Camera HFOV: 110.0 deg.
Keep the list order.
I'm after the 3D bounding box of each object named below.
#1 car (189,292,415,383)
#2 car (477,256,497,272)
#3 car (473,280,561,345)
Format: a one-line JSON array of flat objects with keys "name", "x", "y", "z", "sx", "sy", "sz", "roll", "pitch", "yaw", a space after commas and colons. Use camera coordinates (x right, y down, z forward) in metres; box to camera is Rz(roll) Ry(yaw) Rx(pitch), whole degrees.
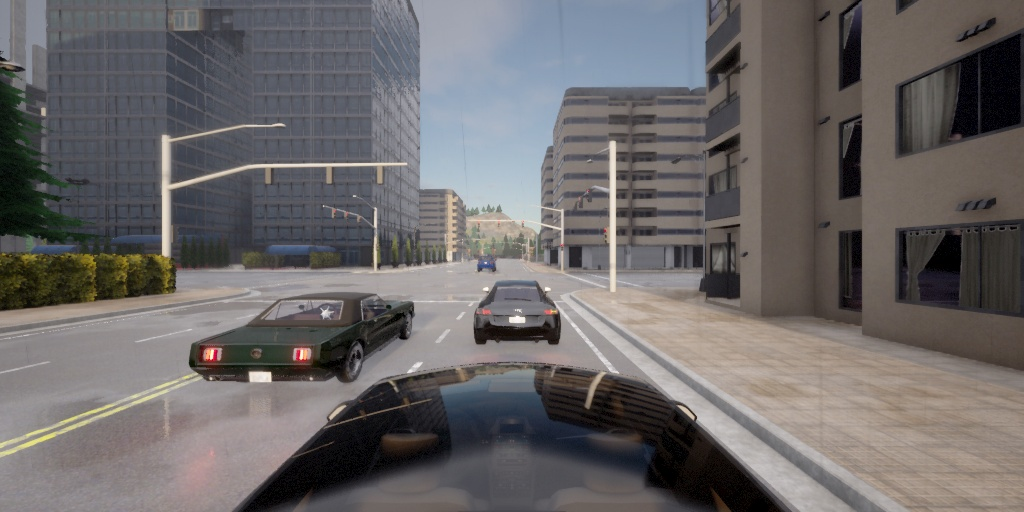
[{"name": "car", "x": -3.381, "y": 1.351, "z": 7.067, "sx": 1.895, "sy": 1.301, "sz": 4.718, "roll": 0, "pitch": 0, "yaw": 0}, {"name": "car", "x": -3.211, "y": 0.971, "z": 46.305, "sx": 2.150, "sy": 2.045, "sz": 5.566, "roll": 0, "pitch": 0, "yaw": 0}, {"name": "car", "x": 0.130, "y": 1.314, "z": 9.545, "sx": 1.994, "sy": 1.385, "sz": 4.181, "roll": 0, "pitch": 0, "yaw": 1}]
